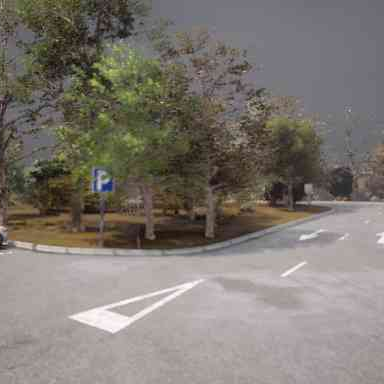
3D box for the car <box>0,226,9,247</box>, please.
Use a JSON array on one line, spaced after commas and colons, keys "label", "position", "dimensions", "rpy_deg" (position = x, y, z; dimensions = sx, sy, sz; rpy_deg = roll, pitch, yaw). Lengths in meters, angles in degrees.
[{"label": "car", "position": [-9.505, 1.592, 12.590], "dimensions": [2.002, 1.452, 4.674], "rpy_deg": [0, 0, 35]}]
